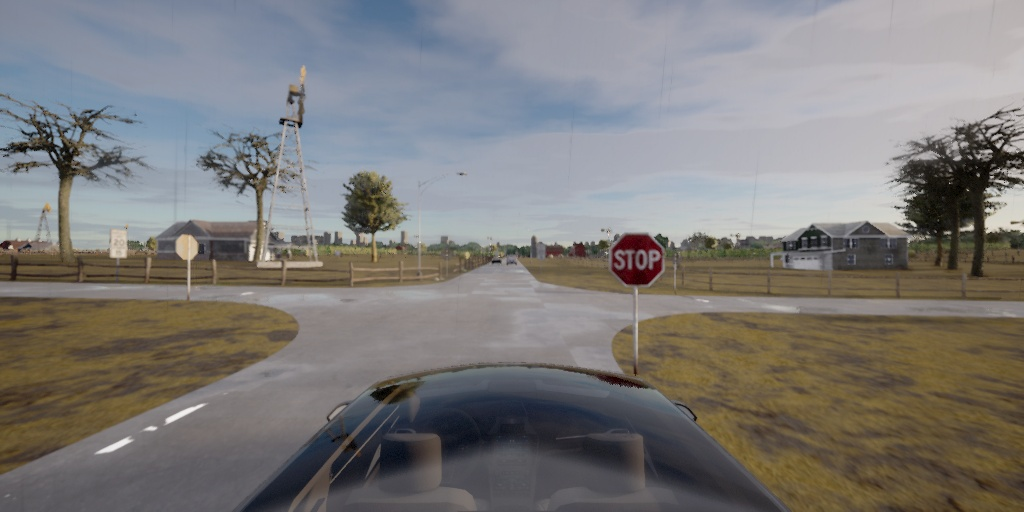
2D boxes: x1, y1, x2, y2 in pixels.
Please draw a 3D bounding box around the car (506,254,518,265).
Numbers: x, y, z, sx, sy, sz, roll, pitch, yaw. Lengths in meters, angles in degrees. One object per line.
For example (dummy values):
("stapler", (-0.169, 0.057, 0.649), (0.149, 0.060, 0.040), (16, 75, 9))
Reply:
("car", (-0.030, 0.848, 61.623), (2.033, 1.411, 5.357), (0, 0, 0))
